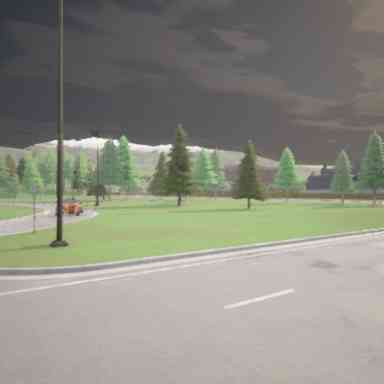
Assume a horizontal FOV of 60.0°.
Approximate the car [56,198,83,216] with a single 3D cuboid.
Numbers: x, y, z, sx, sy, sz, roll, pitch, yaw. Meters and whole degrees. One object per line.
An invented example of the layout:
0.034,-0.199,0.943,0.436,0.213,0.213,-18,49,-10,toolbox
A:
-12.269,1.379,33.467,2.097,1.767,4.553,0,0,-13,car
